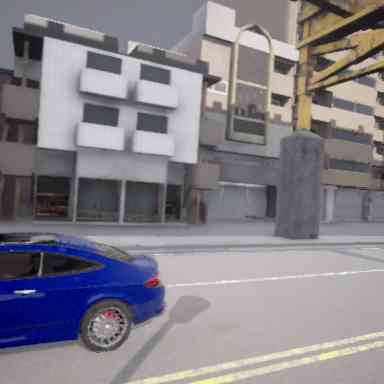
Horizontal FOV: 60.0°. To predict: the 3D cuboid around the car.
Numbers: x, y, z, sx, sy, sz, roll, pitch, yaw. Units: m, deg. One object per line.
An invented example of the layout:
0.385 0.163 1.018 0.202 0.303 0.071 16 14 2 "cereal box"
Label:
-2.643 1.328 4.669 4.674 1.442 1.812 4 0 -26 "car"
